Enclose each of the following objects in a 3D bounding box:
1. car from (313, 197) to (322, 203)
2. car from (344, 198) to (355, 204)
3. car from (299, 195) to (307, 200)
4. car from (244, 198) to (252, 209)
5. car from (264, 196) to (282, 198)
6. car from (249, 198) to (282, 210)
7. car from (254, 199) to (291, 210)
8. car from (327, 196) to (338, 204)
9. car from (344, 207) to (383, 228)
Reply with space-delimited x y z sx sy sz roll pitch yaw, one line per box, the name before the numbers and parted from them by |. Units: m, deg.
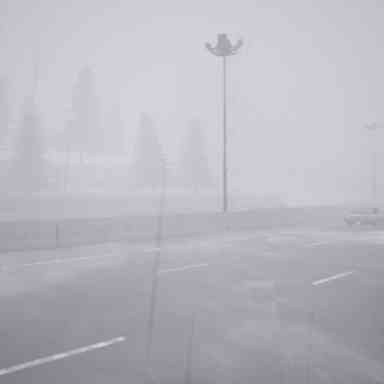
car | 31.744 2.045 84.198 1.994 1.385 4.181 0 0 21
car | 32.012 1.907 67.658 1.837 1.490 4.892 0 -1 29
car | 29.564 1.697 88.406 1.837 1.490 4.892 0 0 20
car | 9.985 1.731 52.610 2.097 1.767 4.553 -1 -1 38
car | 11.589 1.564 48.969 2.150 2.045 5.566 -1 0 39
car | 9.704 1.838 41.246 2.033 1.411 5.357 -1 -1 42
car | 8.871 1.771 35.194 1.812 1.442 4.674 -1 -1 44
car | 31.740 1.809 75.152 2.097 1.767 4.553 0 -1 25
car | 12.573 1.739 23.560 4.718 1.301 1.895 0 -1 -45
